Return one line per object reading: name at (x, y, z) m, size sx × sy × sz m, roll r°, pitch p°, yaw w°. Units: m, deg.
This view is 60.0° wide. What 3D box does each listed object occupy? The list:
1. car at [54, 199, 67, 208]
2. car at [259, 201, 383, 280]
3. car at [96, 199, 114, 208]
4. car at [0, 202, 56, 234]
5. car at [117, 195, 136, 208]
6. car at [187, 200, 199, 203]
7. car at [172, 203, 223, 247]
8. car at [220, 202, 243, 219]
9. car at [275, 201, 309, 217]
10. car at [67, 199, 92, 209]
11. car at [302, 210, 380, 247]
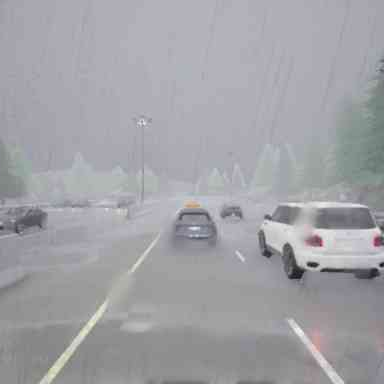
car at (-21.028, 1.828, 53.973) m, size 2.128 × 1.511 × 4.902 m, roll 0°, pitch 0°, yaw 1°
car at (3.598, 1.288, 10.281) m, size 2.150 × 2.045 × 5.566 m, roll 0°, pitch 0°, yaw 0°
car at (-14.029, 1.860, 54.020) m, size 1.812 × 1.442 × 4.674 m, roll 0°, pitch 0°, yaw 1°
car at (-10.521, 1.619, 20.283) m, size 2.128 × 1.511 × 4.902 m, roll 0°, pitch 0°, yaw 0°
car at (-10.535, 1.556, 53.889) m, size 2.150 × 2.045 × 5.566 m, roll 0°, pitch 0°, yaw 1°
car at (0.099, 1.722, 39.518) m, size 1.882 × 1.535 × 5.008 m, roll 0°, pitch 0°, yaw 0°
car at (0.099, 1.528, 15.569) m, size 2.033 × 1.649 × 4.856 m, roll 0°, pitch 0°, yaw 0°
car at (3.586, 1.700, 31.185) m, size 1.837 × 1.490 × 4.892 m, roll 0°, pitch 0°, yaw 0°
car at (10.561, 1.768, 35.599) m, size 2.033 × 1.411 × 5.357 m, roll 0°, pitch 0°, yaw 0°
car at (-17.535, 1.877, 53.064) m, size 2.033 × 1.411 × 5.357 m, roll 0°, pitch 0°, yaw 1°
car at (7.099, 1.666, 16.390) m, size 1.994 × 1.385 × 4.181 m, roll 0°, pitch 0°, yaw 0°
